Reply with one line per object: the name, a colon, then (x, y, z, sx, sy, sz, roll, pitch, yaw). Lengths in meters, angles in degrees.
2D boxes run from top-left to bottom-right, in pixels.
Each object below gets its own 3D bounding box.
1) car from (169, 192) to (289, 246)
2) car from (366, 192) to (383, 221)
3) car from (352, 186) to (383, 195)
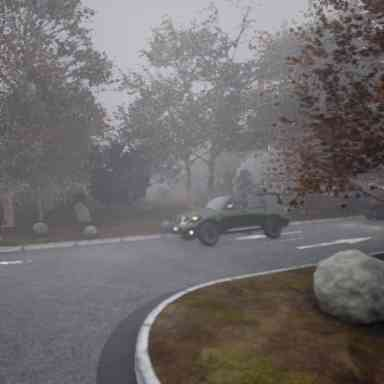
car: (1.734, 1.060, 14.725, 5.566, 2.045, 2.150, -2, 0, -29)
car: (12.893, 0.942, 20.614, 5.008, 1.535, 1.882, -2, 0, -29)
car: (22.837, -0.092, 42.502, 1.882, 1.535, 5.008, -1, 2, -26)
